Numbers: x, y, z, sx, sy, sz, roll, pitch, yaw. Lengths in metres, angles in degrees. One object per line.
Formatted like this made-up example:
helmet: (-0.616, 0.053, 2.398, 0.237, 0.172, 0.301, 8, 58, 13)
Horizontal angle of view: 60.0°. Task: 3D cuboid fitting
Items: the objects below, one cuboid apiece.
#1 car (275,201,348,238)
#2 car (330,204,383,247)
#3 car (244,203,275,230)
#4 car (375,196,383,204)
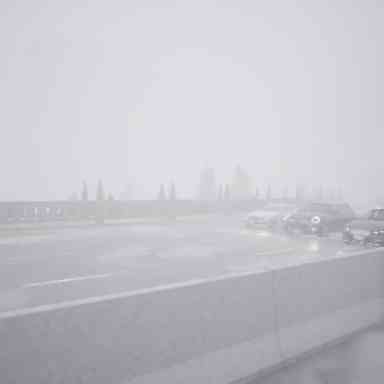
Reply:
car: (6.766, 1.307, 17.396, 4.553, 1.767, 2.097, 0, 0, -39)
car: (8.263, 1.483, 14.133, 4.902, 1.511, 2.128, 0, 1, -38)
car: (5.281, 1.443, 20.658, 4.674, 1.442, 1.812, 0, 1, -39)
car: (30.668, 1.476, 53.523, 1.837, 1.490, 4.892, 1, 1, 25)
